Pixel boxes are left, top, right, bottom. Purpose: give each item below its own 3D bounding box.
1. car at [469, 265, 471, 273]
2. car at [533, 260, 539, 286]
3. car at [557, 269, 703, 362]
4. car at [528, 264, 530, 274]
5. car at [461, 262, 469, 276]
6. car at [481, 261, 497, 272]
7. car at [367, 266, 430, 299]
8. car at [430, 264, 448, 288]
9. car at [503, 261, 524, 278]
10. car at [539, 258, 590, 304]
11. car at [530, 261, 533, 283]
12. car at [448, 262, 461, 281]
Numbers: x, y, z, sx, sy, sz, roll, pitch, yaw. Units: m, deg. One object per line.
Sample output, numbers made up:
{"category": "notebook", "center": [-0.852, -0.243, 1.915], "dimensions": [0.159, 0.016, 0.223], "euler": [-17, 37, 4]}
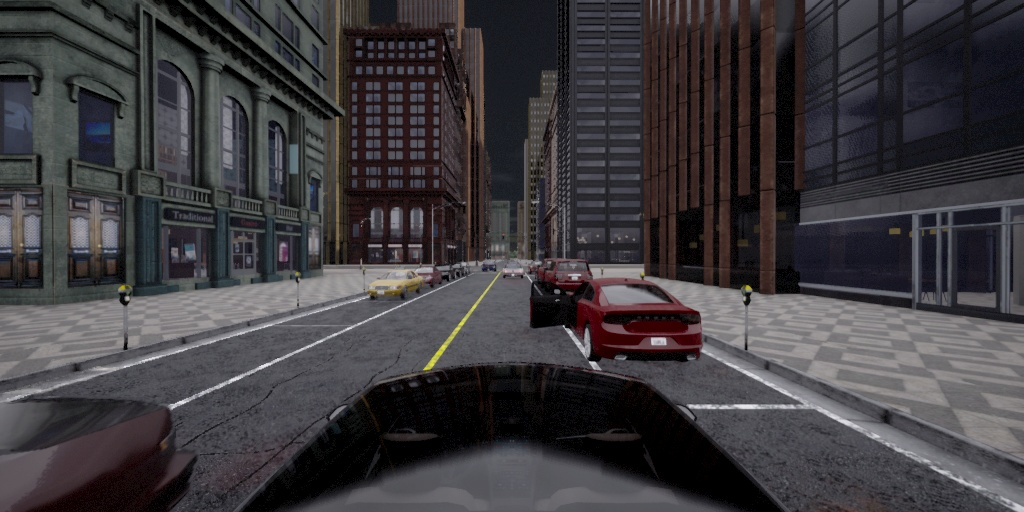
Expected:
{"category": "car", "center": [-5.698, 1.322, 40.833], "dimensions": [2.007, 1.370, 4.403], "euler": [0, 0, 0]}
{"category": "car", "center": [2.799, 1.072, 23.912], "dimensions": [2.192, 1.841, 5.009], "euler": [0, 0, 0]}
{"category": "car", "center": [2.371, 1.229, 8.258], "dimensions": [1.882, 1.535, 5.008], "euler": [0, 0, 0]}
{"category": "car", "center": [2.828, 1.211, 40.820], "dimensions": [1.967, 1.591, 4.097], "euler": [0, 0, 0]}
{"category": "car", "center": [-5.707, 1.332, 35.196], "dimensions": [1.948, 1.339, 4.313], "euler": [0, 0, 0]}
{"category": "car", "center": [-2.924, 1.325, 47.229], "dimensions": [2.033, 1.411, 5.357], "euler": [0, 0, 0]}
{"category": "car", "center": [-5.736, 1.280, 18.117], "dimensions": [1.751, 1.417, 4.829], "euler": [0, 0, 0]}
{"category": "car", "center": [-5.726, 1.340, 23.924], "dimensions": [1.802, 1.307, 4.207], "euler": [0, 0, 0]}
{"category": "car", "center": [0.113, 1.366, 33.433], "dimensions": [1.895, 1.301, 4.718], "euler": [0, 0, 0]}
{"category": "car", "center": [2.790, 1.069, 18.276], "dimensions": [2.192, 1.841, 5.009], "euler": [0, 0, 0]}
{"category": "car", "center": [2.809, 1.328, 29.548], "dimensions": [1.948, 1.339, 4.313], "euler": [0, 0, 0]}
{"category": "car", "center": [-5.716, 1.328, 29.560], "dimensions": [1.948, 1.339, 4.313], "euler": [0, 0, 0]}
